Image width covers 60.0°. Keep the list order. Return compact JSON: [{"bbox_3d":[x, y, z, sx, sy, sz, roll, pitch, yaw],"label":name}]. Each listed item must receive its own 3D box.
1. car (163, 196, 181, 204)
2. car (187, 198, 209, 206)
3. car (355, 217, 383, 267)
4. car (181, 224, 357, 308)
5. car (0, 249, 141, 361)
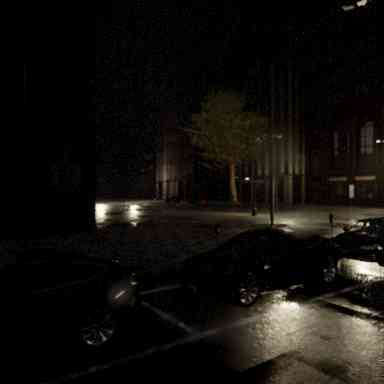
[{"bbox_3d":[-4.095,1.623,68.318,1.837,1.490,4.892,0,0,-36],"label":"car"},{"bbox_3d":[1.013,1.659,55.628,1.994,1.385,4.181,0,0,-36],"label":"car"},{"bbox_3d":[6.359,1.544,11.199,4.403,1.369,2.008,0,0,-36],"label":"car"},{"bbox_3d":[1.773,1.563,7.921,4.313,1.339,1.947,0,0,-36],"label":"car"},{"bbox_3d":[-2.813,1.566,4.645,4.313,1.339,1.947,0,0,-36],"label":"car"}]
